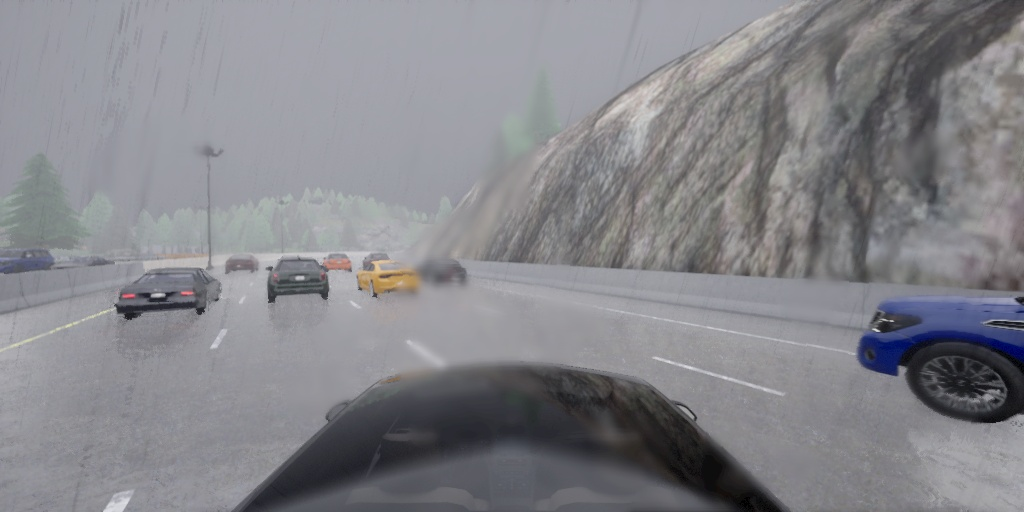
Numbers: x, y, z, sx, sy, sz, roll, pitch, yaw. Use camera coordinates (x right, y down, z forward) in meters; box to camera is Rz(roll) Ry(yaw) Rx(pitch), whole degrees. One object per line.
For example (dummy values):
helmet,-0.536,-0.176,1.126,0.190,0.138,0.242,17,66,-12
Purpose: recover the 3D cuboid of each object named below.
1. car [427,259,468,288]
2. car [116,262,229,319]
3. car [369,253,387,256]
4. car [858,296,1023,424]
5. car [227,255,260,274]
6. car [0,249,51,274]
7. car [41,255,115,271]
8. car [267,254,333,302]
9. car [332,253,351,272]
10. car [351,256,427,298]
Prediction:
car,-4.207,0.918,20.510,1.837,1.490,4.892,-1,1,-33
car,-11.201,1.098,12.047,2.033,1.411,5.357,-1,1,-33
car,-13.076,0.504,34.720,2.097,1.767,4.553,0,1,-30
car,7.142,0.952,3.340,2.150,2.045,5.566,-1,1,-33
car,-22.758,0.687,30.499,1.882,1.535,5.008,-1,1,-30
car,-36.732,0.484,26.461,2.150,2.045,5.566,0,1,-28
car,-33.820,0.775,28.440,2.033,1.411,5.357,0,1,-28
car,-9.354,0.843,15.600,2.097,1.767,4.553,-1,1,-33
car,-16.020,0.532,32.818,2.097,1.767,4.553,0,1,-30
car,-5.877,0.956,16.688,1.882,1.535,5.008,-1,1,-33
